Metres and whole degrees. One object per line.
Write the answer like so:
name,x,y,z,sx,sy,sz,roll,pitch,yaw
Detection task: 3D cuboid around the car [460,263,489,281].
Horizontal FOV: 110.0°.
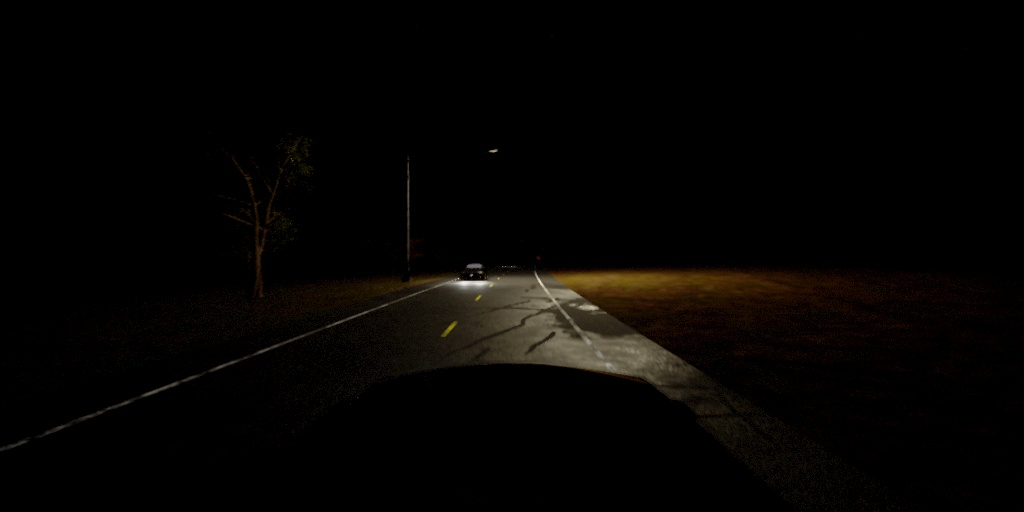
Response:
car,-3.082,1.314,29.942,1.994,1.385,4.181,0,0,2
